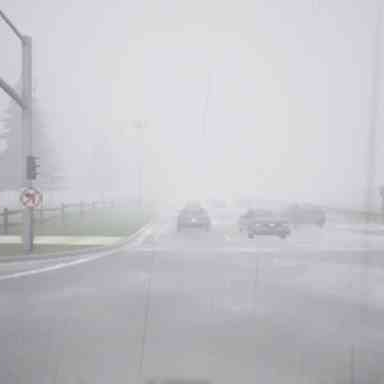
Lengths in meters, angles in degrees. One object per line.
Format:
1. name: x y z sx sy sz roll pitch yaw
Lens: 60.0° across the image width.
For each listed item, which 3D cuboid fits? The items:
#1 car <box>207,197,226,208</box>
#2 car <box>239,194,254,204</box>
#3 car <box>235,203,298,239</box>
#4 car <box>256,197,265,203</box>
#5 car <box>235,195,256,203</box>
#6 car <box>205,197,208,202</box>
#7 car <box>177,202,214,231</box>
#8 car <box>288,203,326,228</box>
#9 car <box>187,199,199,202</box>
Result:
1. car: 3.600 1.567 46.974 1.994 1.385 4.181 0 0 0
2. car: 10.501 1.357 63.906 2.097 1.767 4.553 0 0 0
3. car: 3.599 1.548 17.471 2.033 1.411 5.357 0 0 0
4. car: 10.500 1.508 53.517 1.837 1.490 4.892 0 0 0
5. car: 7.102 1.494 46.467 2.128 1.511 4.902 0 0 0
6. car: 3.501 1.605 63.963 1.895 1.301 4.718 0 0 0
7. car: 0.100 1.565 20.570 1.994 1.385 4.181 0 0 0
8. car: 7.100 1.493 21.897 2.128 1.511 4.902 0 0 0
9. car: 0.102 1.604 45.095 1.895 1.301 4.718 0 0 0
